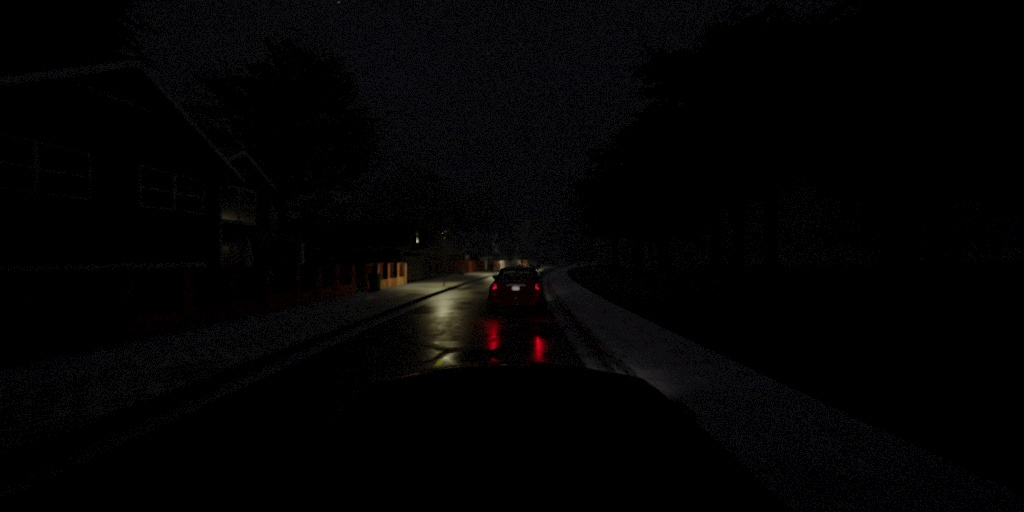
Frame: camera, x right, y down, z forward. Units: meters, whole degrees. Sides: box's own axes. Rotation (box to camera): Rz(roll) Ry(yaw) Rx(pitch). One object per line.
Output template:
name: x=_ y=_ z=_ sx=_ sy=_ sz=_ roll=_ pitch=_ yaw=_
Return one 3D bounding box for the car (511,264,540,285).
car: x=1.212 y=1.502 z=30.180 sx=2.128 sy=1.511 sz=4.902 roll=0 pitch=0 yaw=6

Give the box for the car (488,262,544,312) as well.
car: x=0.242 y=1.226 z=15.171 sx=2.097 sy=1.767 sz=4.553 roll=0 pitch=-1 yaw=3
